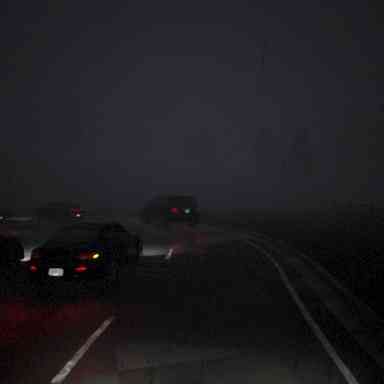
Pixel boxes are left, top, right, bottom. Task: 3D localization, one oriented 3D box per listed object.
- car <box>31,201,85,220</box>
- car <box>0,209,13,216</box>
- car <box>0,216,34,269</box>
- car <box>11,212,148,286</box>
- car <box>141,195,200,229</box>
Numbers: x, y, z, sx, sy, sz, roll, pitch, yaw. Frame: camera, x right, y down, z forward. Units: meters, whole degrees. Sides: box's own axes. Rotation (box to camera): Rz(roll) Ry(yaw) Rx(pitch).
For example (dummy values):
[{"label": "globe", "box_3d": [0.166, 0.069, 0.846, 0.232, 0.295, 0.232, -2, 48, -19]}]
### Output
[{"label": "car", "box_3d": [-10.405, 1.450, 25.667, 4.892, 1.490, 1.837, 0, -2, 32]}, {"label": "car", "box_3d": [-15.637, 1.527, 24.144, 4.718, 1.301, 1.895, 0, 0, 15]}, {"label": "car", "box_3d": [-6.221, 1.535, 8.527, 1.994, 1.385, 4.181, 0, 0, 4]}, {"label": "car", "box_3d": [-2.687, 1.510, 9.250, 1.812, 1.442, 4.674, 0, 0, 4]}, {"label": "car", "box_3d": [-1.551, 1.203, 21.725, 2.150, 2.045, 5.566, 1, 0, -28]}]
